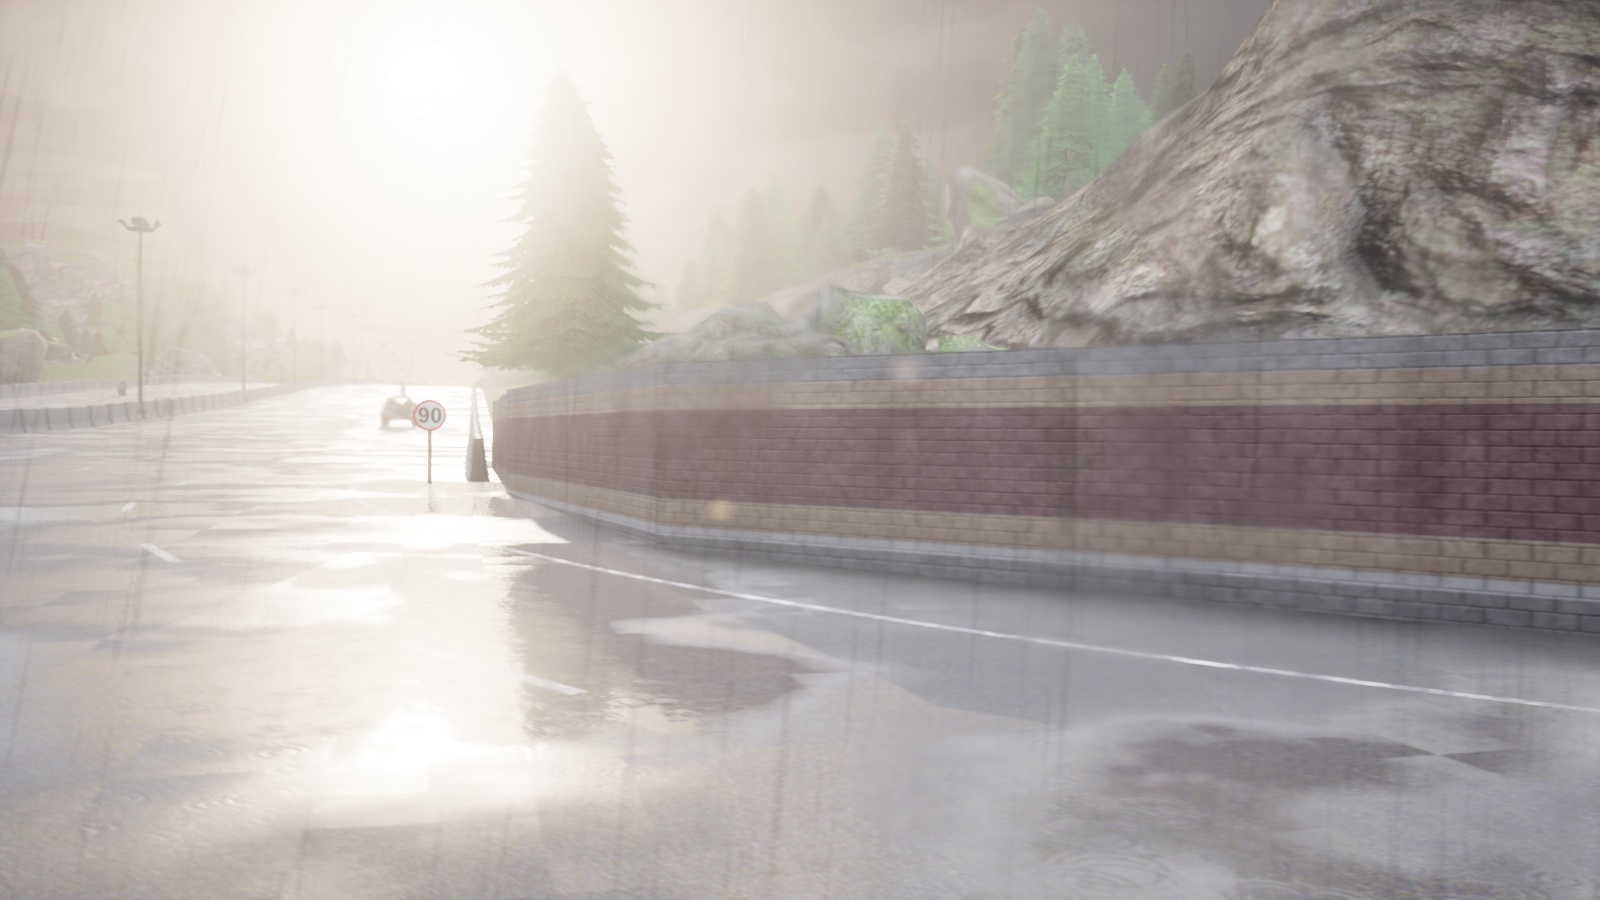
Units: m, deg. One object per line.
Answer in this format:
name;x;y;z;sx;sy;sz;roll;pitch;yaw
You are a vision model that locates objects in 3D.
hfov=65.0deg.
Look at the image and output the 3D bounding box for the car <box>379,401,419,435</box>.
car;-23.473;-1.896;73.598;1.932;1.855;4.605;-1;3;-15
